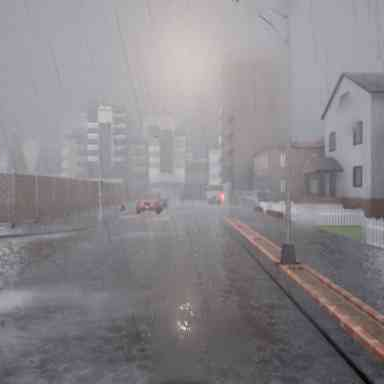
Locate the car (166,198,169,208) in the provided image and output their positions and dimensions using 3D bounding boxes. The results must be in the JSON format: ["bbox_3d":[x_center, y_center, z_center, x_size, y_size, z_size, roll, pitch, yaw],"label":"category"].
[{"bbox_3d":[-4.090,1.355,43.264,1.895,1.301,4.718,0,0,0],"label":"car"}]

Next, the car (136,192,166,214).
[{"bbox_3d":[-4.104,1.034,33.062,2.150,2.045,5.566,0,0,0],"label":"car"}]
